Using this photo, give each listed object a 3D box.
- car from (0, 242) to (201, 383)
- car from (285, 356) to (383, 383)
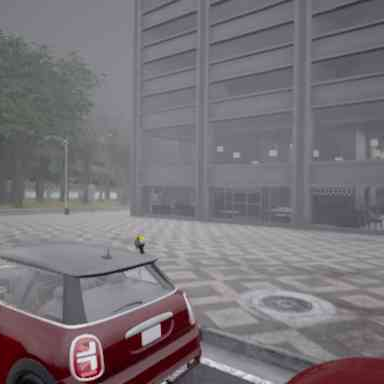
[{"bbox_3d":[-1.975,1.387,4.367,4.097,1.590,1.967,1,1,35],"label":"car"},{"bbox_3d":[2.454,1.563,1.216,4.507,1.381,1.887,1,1,35],"label":"car"}]
